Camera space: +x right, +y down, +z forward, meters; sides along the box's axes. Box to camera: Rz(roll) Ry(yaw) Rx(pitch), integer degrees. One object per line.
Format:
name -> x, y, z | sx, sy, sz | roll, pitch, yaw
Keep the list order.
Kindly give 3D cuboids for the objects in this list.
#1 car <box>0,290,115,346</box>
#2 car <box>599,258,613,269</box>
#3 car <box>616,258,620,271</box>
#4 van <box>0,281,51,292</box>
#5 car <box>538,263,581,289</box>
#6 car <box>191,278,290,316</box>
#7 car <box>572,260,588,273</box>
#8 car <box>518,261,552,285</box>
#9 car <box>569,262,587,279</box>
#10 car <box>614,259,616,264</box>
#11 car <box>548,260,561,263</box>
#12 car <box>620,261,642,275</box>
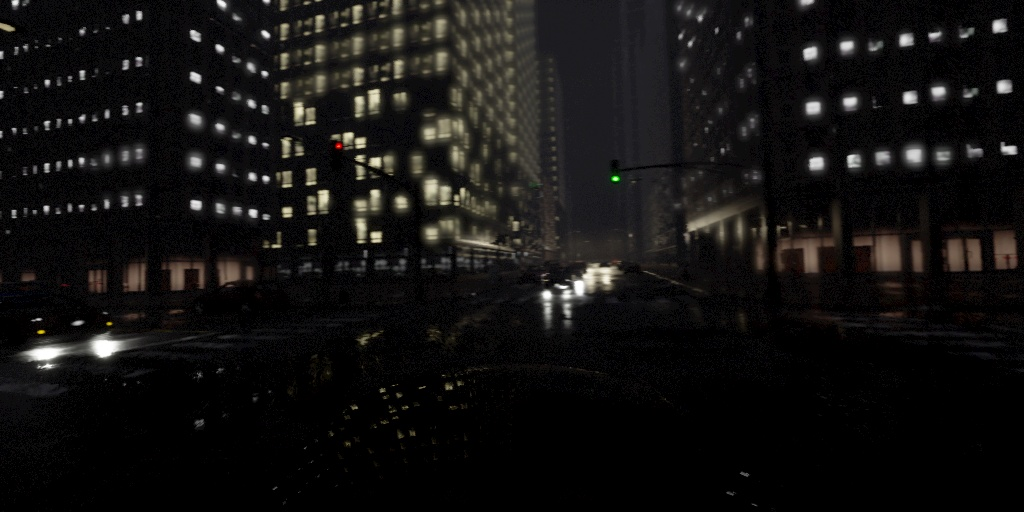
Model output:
car -> -14.923, 1.893, 11.210 | 4.181, 1.385, 1.994 | -2, -2, 14
car -> 16.260, 1.494, 62.924 | 1.994, 1.385, 4.181 | -2, -1, 14
car -> 15.414, 1.310, 48.651 | 1.751, 1.417, 4.829 | 0, 0, 14
van -> -28.915, 2.362, 20.758 | 3.998, 1.789, 1.690 | 0, 0, 14
car -> 3.475, 1.463, 25.252 | 2.033, 1.411, 5.357 | -2, -1, 14
car -> -12.509, 1.863, 16.557 | 4.097, 1.591, 1.967 | 0, 0, 14
car -> 8.401, 1.457, 44.617 | 1.882, 1.535, 5.008 | -2, -1, 14
car -> 1.750, 1.459, 28.865 | 1.967, 1.591, 4.097 | 0, 0, 14
car -> 5.918, 1.548, 34.856 | 1.895, 1.301, 4.718 | -2, -1, 14
car -> 16.744, 1.369, 53.892 | 1.948, 1.339, 4.313 | 0, 0, 14
car -> 4.493, 1.371, 39.673 | 2.192, 1.841, 5.009 | 0, 0, 14
car -> 12.627, 1.331, 37.673 | 1.802, 1.307, 4.207 | 0, 0, 14
